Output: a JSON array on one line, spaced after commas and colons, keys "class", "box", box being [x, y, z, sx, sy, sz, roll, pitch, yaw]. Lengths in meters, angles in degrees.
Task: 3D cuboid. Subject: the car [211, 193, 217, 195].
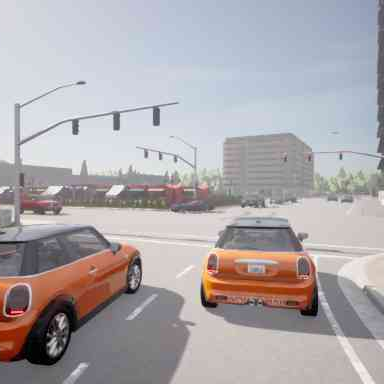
[{"class": "car", "box": [5.058, 1.208, 86.961, 4.605, 1.855, 1.932, 0, 0, 28]}]

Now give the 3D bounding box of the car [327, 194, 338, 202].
[{"class": "car", "box": [33.550, 1.355, 79.364, 2.097, 1.767, 4.553, 0, 0, 27]}]

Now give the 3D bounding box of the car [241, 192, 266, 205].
[{"class": "car", "box": [8.730, 1.221, 47.015, 2.150, 2.045, 5.566, 0, 0, 29]}]

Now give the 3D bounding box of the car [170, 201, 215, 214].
[{"class": "car", "box": [0.056, 1.637, 36.056, 4.718, 1.301, 1.895, 0, 0, -24]}]

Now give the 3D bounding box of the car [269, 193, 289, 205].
[{"class": "car", "box": [15.254, 1.492, 59.513, 2.128, 1.511, 4.902, 0, 0, 28]}]

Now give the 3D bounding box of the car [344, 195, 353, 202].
[{"class": "car", "box": [36.687, 1.500, 77.809, 1.837, 1.490, 4.892, 0, 0, 27]}]

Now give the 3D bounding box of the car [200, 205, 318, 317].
[{"class": "car", "box": [1.622, 1.352, 7.828, 2.097, 1.767, 4.553, 0, 0, 14]}]

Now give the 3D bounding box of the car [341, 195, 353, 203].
[{"class": "car", "box": [32.097, 1.595, 68.987, 1.895, 1.301, 4.718, 0, 0, 27]}]

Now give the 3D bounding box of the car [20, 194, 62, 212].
[{"class": "car", "box": [-16.132, 1.277, 34.793, 5.566, 2.045, 2.150, 0, 0, 28]}]

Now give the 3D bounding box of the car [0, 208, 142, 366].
[{"class": "car", "box": [-2.494, 1.352, 6.118, 2.097, 1.767, 4.553, 0, 0, 10]}]

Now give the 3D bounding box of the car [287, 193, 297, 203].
[{"class": "car", "box": [20.267, 1.225, 68.999, 2.150, 2.045, 5.566, 0, 0, 27]}]
